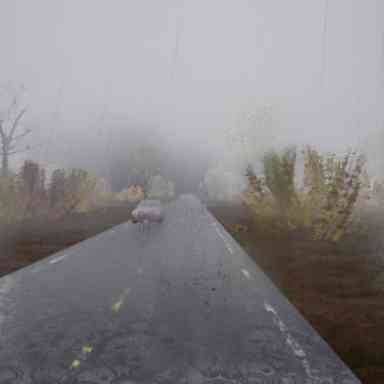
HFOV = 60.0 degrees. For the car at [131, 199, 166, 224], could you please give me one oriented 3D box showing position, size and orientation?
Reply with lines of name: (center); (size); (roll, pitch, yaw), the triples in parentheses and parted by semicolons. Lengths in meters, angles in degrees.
car: (-3.096, 1.361, 24.444); (2.097, 1.767, 4.553); (0, 0, 0)
